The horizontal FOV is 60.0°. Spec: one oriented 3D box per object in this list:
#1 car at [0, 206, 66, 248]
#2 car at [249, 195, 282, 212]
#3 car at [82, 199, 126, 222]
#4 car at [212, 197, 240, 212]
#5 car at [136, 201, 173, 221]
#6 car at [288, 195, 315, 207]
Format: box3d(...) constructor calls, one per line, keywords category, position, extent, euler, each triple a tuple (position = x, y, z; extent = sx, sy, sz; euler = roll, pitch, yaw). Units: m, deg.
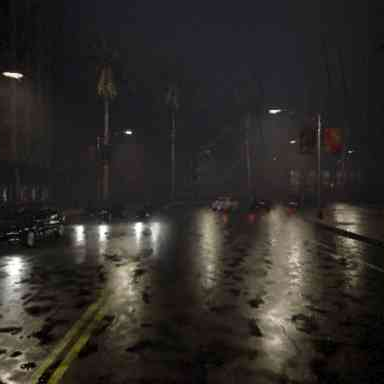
box3d(category="car", position=(-7.025, 1.387, 14.192), extent=(1.837, 1.490, 4.892), euler=(0, 0, 1))
box3d(category="car", position=(7.241, 1.215, 33.667), extent=(2.128, 1.511, 4.902), euler=(0, 1, 26))
box3d(category="car", position=(-6.371, 1.274, 24.634), extent=(1.882, 1.535, 5.008), euler=(0, 0, 7))
box3d(category="car", position=(3.496, 1.247, 33.829), extent=(1.812, 1.442, 4.674), euler=(0, 1, 23))
box3d(category="car", position=(-2.754, 1.404, 25.119), extent=(1.994, 1.385, 4.181), euler=(0, 0, 10))
box3d(category="car", position=(14.525, 1.143, 44.212), extent=(4.892, 1.490, 1.837), euler=(-1, 1, -45))
